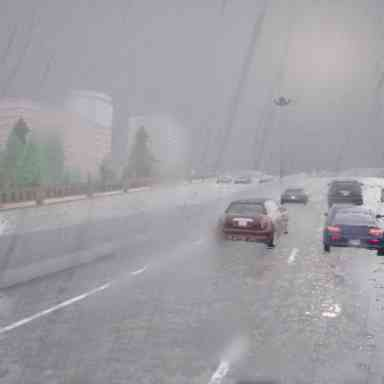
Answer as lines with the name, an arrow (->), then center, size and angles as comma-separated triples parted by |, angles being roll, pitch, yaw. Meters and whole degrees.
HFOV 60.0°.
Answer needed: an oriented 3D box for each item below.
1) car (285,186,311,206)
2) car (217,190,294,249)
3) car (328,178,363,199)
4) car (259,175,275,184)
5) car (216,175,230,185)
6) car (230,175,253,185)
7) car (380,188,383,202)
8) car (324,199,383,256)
car -> 8.305, 0.209, 26.436 | 1.994, 1.385, 4.181 | 1, 5, 24
car -> 2.644, 1.016, 13.518 | 2.097, 1.767, 4.553 | 1, 3, 24
car -> 11.172, -0.014, 24.275 | 2.150, 2.045, 5.566 | 1, 6, 24
car -> 11.843, -1.958, 52.162 | 1.812, 1.442, 4.674 | 1, 5, 24
car -> 5.379, -2.069, 54.844 | 1.837, 1.490, 4.892 | 1, 5, 24
car -> 8.171, -1.893, 52.519 | 2.033, 1.411, 5.357 | 1, 5, 24
car -> 14.994, 0.181, 24.247 | 2.128, 1.511, 4.902 | 1, 5, 24
car -> 5.861, 1.238, 12.147 | 1.812, 1.442, 4.674 | 1, 3, 24
